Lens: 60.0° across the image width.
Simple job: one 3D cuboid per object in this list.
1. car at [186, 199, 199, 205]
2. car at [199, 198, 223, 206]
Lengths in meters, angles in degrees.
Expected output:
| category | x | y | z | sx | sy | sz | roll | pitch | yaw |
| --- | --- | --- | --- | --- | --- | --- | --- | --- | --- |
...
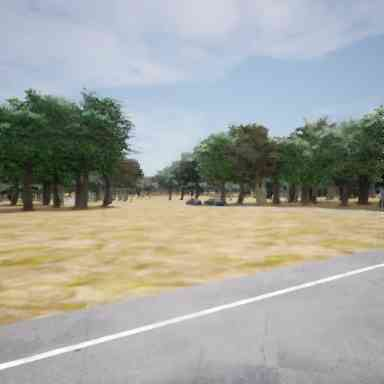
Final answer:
| category | x | y | z | sx | sy | sz | roll | pitch | yaw |
| --- | --- | --- | --- | --- | --- | --- | --- | --- | --- |
| car | 0.458 | 2.151 | 71.808 | 1.994 | 1.385 | 4.181 | 2 | -2 | -34 |
| car | 4.175 | 1.970 | 66.495 | 2.097 | 1.767 | 4.553 | 2 | -2 | -34 |
